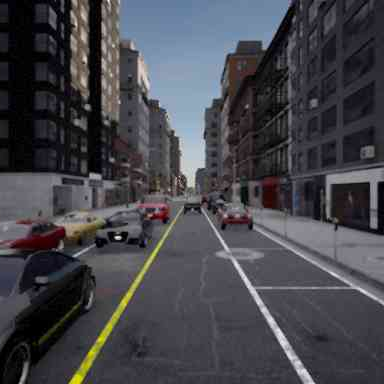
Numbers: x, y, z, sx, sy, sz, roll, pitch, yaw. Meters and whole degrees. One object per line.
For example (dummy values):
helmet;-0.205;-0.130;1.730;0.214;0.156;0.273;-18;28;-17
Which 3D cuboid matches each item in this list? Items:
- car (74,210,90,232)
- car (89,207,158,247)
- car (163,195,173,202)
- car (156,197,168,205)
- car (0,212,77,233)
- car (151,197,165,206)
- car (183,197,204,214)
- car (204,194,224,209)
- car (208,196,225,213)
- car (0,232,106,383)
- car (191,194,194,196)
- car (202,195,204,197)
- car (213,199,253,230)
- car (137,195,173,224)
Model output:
car;-5.385;1.527;15.581;1.752;1.417;4.829;0;0;0
car;-2.844;1.566;14.784;1.994;1.385;4.181;0;0;0
car;-5.377;1.453;75.742;1.967;1.590;4.097;0;0;0
car;-5.379;1.581;59.381;1.802;1.307;4.206;0;0;0
car;-5.386;1.547;10.297;1.887;1.381;4.507;0;0;0
car;-5.380;1.523;53.758;1.752;1.417;4.829;0;0;0
car;0.061;1.506;35.670;1.837;1.490;4.892;0;0;0
car;2.987;1.227;41.912;2.150;2.045;5.566;0;0;0
car;3.025;1.504;34.882;1.837;1.490;4.892;0;0;0
car;-2.848;1.565;4.810;1.994;1.385;4.181;0;0;0
car;0.034;1.475;47.445;1.882;1.535;5.008;0;0;0
car;2.645;1.314;59.377;2.192;1.841;5.009;0;0;0
car;2.641;1.442;21.196;1.967;1.590;4.097;0;0;0
car;-2.837;1.223;25.444;2.150;2.045;5.566;0;0;0
